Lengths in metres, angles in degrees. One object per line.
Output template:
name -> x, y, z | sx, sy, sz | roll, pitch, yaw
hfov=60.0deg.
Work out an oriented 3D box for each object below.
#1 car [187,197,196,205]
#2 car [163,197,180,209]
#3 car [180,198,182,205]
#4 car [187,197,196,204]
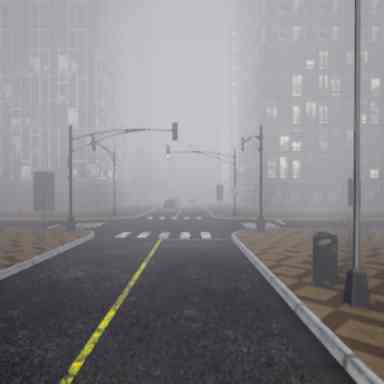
car -> -0.091, 1.893, 68.082 | 2.033, 1.411, 5.357 | 0, 0, 0
car -> -3.141, 1.718, 49.153 | 1.882, 1.535, 5.008 | 0, 0, 0
car -> -3.102, 1.687, 65.813 | 2.097, 1.767, 4.553 | 0, 0, 0
car -> -0.105, 1.921, 78.500 | 2.128, 1.511, 4.902 | 0, 0, 0
